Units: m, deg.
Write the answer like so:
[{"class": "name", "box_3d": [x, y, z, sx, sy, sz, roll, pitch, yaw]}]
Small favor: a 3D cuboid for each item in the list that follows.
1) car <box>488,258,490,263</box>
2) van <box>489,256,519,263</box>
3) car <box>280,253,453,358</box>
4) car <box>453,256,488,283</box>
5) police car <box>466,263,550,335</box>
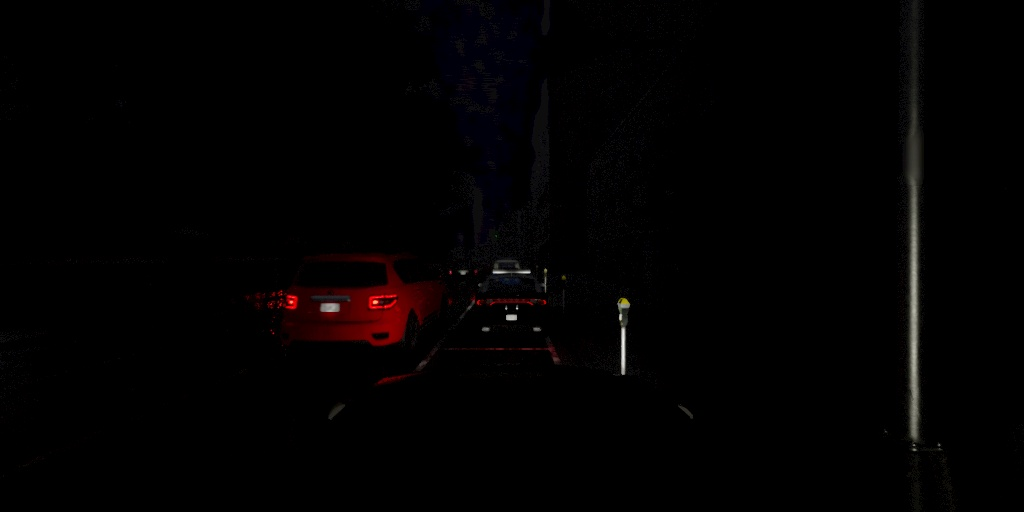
[{"class": "car", "box_3d": [-3.144, 1.251, 39.320, 1.812, 1.442, 4.674, 0, 0, 0]}, {"class": "van", "box_3d": [-0.289, 1.083, 21.849, 1.690, 1.789, 3.998, 0, 0, 0]}, {"class": "car", "box_3d": [-3.038, 0.968, 8.649, 2.150, 2.045, 5.566, 0, 0, 0]}, {"class": "car", "box_3d": [-3.047, 1.093, 24.469, 2.097, 1.767, 4.553, 0, 0, 0]}, {"class": "police car", "box_3d": [-0.011, 1.173, 10.610, 1.930, 1.638, 5.238, 0, 0, 0]}]
